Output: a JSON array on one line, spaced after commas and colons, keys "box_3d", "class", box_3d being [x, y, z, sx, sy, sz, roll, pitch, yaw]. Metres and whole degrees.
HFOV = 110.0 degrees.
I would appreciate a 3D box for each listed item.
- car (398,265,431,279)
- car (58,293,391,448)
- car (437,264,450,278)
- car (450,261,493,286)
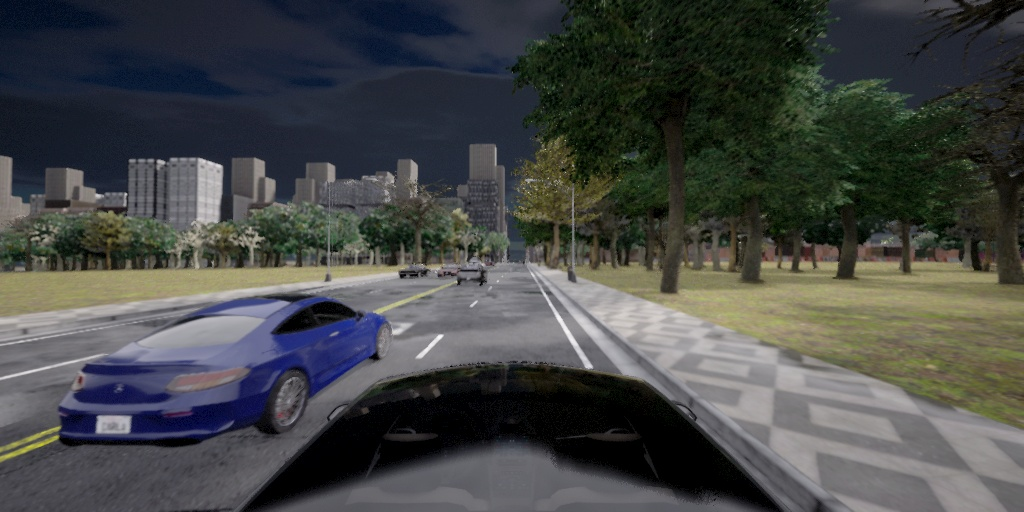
[{"box_3d": [-9.285, 1.484, 34.390, 1.895, 1.301, 4.718, 0, 0, 2], "class": "car"}, {"box_3d": [-3.394, 1.286, 5.399, 1.812, 1.442, 4.674, 0, 0, 1], "class": "car"}, {"box_3d": [-6.004, 1.452, 35.306, 1.994, 1.385, 4.181, 0, 0, 2], "class": "car"}, {"box_3d": [-2.828, 1.332, 26.376, 2.128, 1.511, 4.902, 0, 0, 2], "class": "car"}]
